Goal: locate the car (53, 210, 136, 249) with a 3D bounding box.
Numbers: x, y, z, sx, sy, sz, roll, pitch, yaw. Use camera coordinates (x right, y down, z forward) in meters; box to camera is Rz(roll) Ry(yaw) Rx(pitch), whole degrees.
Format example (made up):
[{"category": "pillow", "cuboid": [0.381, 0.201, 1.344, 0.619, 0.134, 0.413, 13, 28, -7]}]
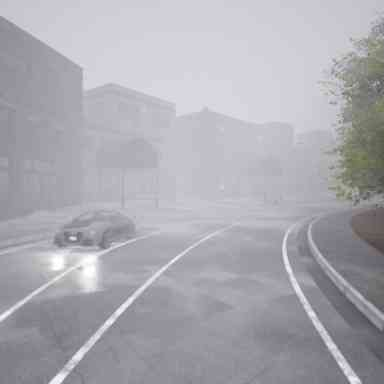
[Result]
[{"category": "car", "cuboid": [-3.924, 1.475, 14.017, 1.994, 1.385, 4.181, 0, 0, 12]}]
